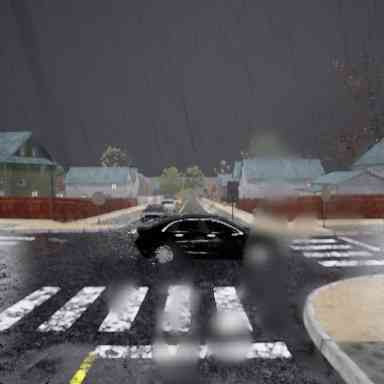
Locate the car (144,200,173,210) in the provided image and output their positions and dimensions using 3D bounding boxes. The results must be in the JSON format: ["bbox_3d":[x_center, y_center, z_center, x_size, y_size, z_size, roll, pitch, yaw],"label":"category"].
[{"bbox_3d":[-2.871,1.642,26.293,2.033,1.411,5.357,0,0,-1],"label":"car"}]

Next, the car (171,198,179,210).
[{"bbox_3d":[-2.899,1.683,39.734,1.812,1.442,4.674,0,0,0],"label":"car"}]

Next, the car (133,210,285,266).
[{"bbox_3d":[0.549,1.511,10.994,4.892,1.490,1.837,0,2,1],"label":"car"}]

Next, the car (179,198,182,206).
[{"bbox_3d":[-2.849,1.746,59.454,1.882,1.535,5.008,0,-1,0],"label":"car"}]
